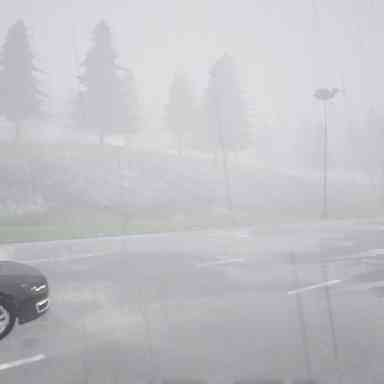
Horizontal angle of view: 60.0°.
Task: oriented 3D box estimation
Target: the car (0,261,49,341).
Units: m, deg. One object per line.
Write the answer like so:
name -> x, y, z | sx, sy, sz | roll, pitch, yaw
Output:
car -> -4.673, 1.493, 4.714 | 4.892, 1.490, 1.837 | 0, 0, -36
